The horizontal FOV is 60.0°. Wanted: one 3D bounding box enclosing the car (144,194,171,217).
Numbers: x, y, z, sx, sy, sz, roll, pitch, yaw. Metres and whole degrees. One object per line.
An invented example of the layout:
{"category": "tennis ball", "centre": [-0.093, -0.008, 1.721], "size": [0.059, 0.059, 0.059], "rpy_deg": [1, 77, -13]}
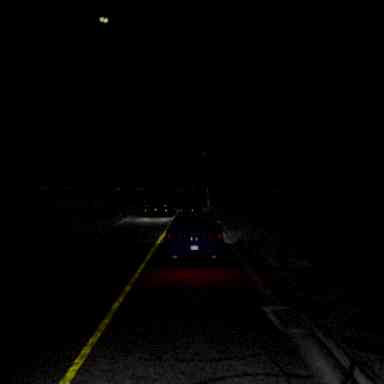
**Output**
{"category": "car", "centre": [-3.186, 1.187, 31.694], "size": [2.150, 2.045, 5.566], "rpy_deg": [0, 0, -1]}

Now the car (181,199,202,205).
{"category": "car", "centre": [-0.002, 1.452, 32.913], "size": [2.128, 1.511, 4.902], "rpy_deg": [0, 0, -1]}

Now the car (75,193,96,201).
{"category": "car", "centre": [-21.945, 1.052, 68.369], "size": [4.902, 1.511, 2.128], "rpy_deg": [1, 1, 30]}

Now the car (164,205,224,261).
{"category": "car", "centre": [0.078, 1.487, 12.335], "size": [1.882, 1.535, 5.008], "rpy_deg": [0, 0, 0]}
